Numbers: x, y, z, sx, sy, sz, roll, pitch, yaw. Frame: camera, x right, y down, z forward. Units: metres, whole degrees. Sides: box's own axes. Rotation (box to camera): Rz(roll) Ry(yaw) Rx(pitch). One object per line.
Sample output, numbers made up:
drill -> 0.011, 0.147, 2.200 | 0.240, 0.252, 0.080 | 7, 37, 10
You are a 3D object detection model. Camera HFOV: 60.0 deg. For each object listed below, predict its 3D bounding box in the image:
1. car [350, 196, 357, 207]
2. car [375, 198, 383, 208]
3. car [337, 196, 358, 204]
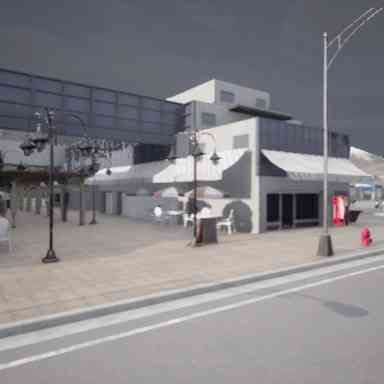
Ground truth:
car -> 23.475, 1.460, 51.880 | 5.027, 1.636, 2.152 | 0, 0, -36
car -> 27.476, 1.540, 46.852 | 3.806, 1.475, 1.970 | 0, 0, -36
car -> 32.757, 1.647, 69.994 | 4.514, 1.523, 2.007 | 0, 0, -36
